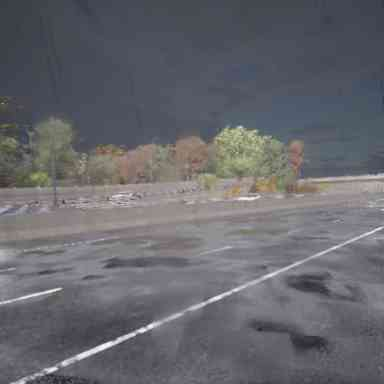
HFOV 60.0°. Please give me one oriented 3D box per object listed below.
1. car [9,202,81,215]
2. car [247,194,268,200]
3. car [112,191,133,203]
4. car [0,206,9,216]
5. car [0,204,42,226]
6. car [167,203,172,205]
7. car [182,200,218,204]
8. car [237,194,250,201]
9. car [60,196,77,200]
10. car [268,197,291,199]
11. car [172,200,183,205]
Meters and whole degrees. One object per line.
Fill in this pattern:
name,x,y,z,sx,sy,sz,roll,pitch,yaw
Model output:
car,-10.212,1.772,24.132,2.097,1.767,4.553,-2,-1,41
car,11.771,1.515,54.840,2.128,1.511,4.902,-2,-1,41
car,-13.520,0.996,64.311,2.150,2.045,5.566,-2,2,20
car,-12.864,1.868,26.415,2.097,1.767,4.553,-2,-1,41
car,-15.584,1.960,28.470,1.812,1.442,4.674,5,4,41
car,-1.679,1.837,44.668,1.837,1.490,4.892,-2,-1,41
car,1.633,1.670,37.822,2.128,1.511,4.902,-2,-1,41
car,10.028,1.322,58.163,2.150,2.045,5.566,-2,-1,41
car,-18.595,1.557,49.291,2.097,1.767,4.553,-2,0,18
car,14.794,1.467,52.971,2.033,1.411,5.357,-2,-1,41
car,0.120,1.777,41.408,1.812,1.442,4.674,-2,-1,41
